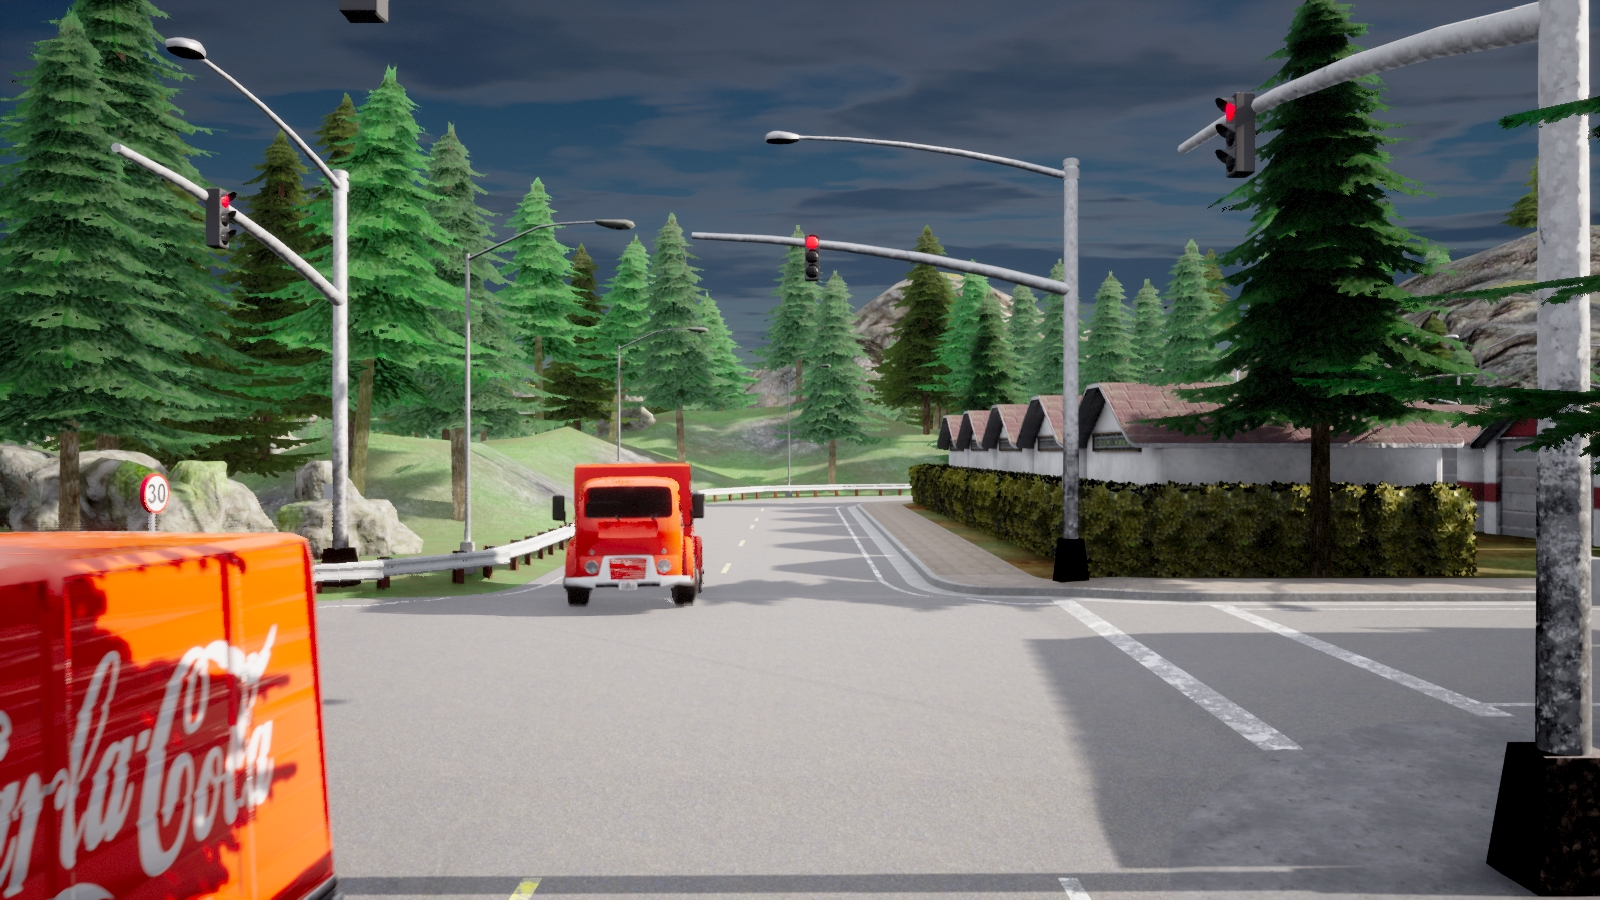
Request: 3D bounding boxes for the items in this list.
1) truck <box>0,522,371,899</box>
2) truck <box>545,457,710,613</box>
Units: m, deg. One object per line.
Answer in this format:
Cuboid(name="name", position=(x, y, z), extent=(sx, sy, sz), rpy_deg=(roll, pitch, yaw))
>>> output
Cuboid(name="truck", position=(-3.480, 1.570, 3.100), extent=(2.627, 2.467, 5.204), rpy_deg=(0, -1, 1))
Cuboid(name="truck", position=(-3.034, 1.487, 20.974), extent=(2.627, 2.467, 5.204), rpy_deg=(0, -3, -6))
